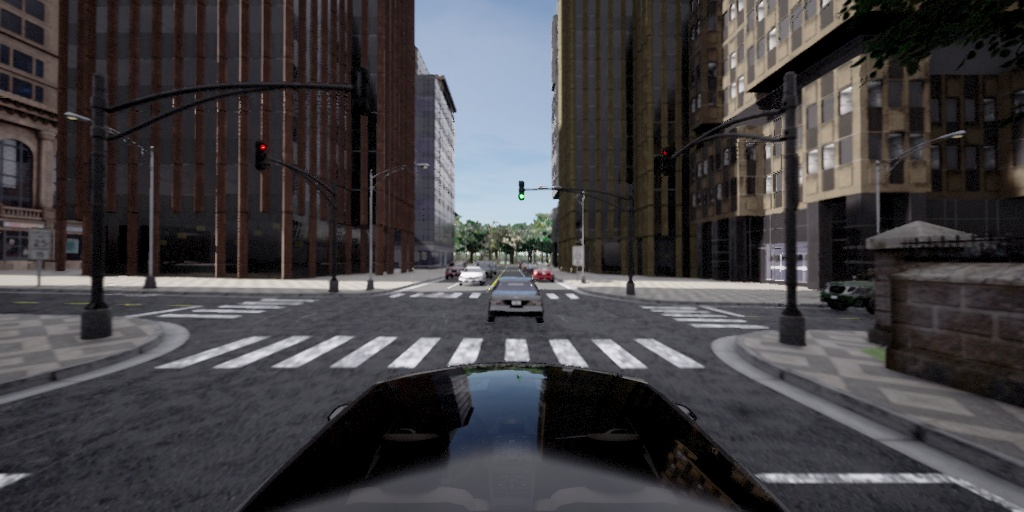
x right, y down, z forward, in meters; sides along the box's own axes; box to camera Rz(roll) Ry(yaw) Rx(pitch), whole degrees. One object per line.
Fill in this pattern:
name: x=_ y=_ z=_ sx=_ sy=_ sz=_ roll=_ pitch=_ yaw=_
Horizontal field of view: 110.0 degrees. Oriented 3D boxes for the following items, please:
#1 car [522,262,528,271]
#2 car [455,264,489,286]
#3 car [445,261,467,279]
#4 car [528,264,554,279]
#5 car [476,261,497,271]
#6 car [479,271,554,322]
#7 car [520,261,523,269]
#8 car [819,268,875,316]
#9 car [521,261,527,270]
car: x=2.735 y=1.854 z=49.093 sx=2.007 sy=1.370 sz=4.403 roll=0 pitch=0 yaw=0
car: x=-3.110 y=1.593 z=29.046 sx=1.812 sy=1.442 sz=4.674 roll=0 pitch=-1 yaw=0
car: x=-5.784 y=1.489 z=38.214 sx=2.192 sy=1.841 sz=5.009 roll=0 pitch=0 yaw=0
car: x=2.744 y=1.551 z=32.781 sx=1.967 sy=1.591 sz=4.097 roll=0 pitch=0 yaw=0
car: x=-3.110 y=1.539 z=39.261 sx=2.097 sy=1.767 sz=4.553 roll=0 pitch=-1 yaw=0
car: x=0.124 y=1.460 z=13.111 sx=2.033 sy=1.411 sz=5.357 roll=1 pitch=-1 yaw=0
car: x=2.728 y=1.978 z=59.967 sx=1.888 sy=1.381 sz=4.507 roll=0 pitch=0 yaw=0
car: x=16.717 y=1.490 z=15.550 sx=5.566 sy=2.045 sz=2.150 roll=1 pitch=-1 yaw=0
car: x=2.732 y=1.913 z=54.530 sx=1.888 sy=1.381 sz=4.507 roll=0 pitch=0 yaw=0
